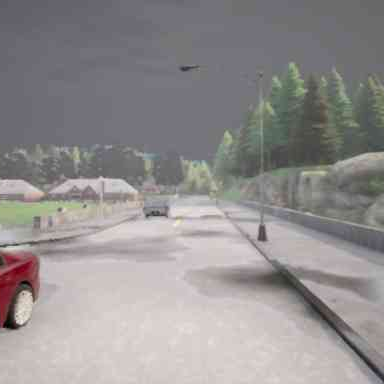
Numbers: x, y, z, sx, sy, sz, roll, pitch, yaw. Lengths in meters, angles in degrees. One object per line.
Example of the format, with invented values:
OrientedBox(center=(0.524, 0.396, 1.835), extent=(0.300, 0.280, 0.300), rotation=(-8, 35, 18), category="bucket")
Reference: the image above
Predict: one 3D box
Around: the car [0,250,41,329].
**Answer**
OrientedBox(center=(-3.815, 1.512, 4.187), extent=(1.882, 1.535, 5.008), rotation=(-1, 0, 2), category="car")

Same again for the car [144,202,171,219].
OrientedBox(center=(-3.005, 1.604, 29.710), extent=(1.994, 1.385, 4.181), rotation=(-1, 0, 2), category="car")
